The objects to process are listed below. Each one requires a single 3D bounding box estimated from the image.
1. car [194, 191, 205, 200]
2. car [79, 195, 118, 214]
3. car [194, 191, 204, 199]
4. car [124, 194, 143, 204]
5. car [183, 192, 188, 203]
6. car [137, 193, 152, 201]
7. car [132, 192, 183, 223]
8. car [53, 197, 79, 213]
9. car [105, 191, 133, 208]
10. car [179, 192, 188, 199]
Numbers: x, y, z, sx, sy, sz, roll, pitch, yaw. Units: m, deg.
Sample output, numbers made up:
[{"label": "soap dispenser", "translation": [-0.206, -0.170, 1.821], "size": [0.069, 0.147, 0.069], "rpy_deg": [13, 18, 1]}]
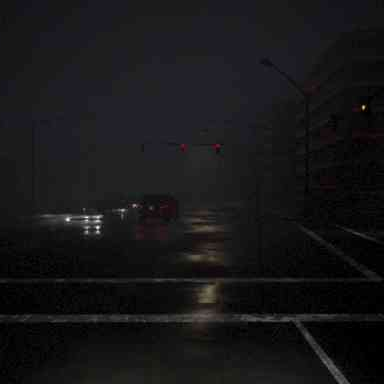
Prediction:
[{"label": "car", "translation": [1.574, 0.855, 65.405], "size": [2.128, 1.511, 4.902], "rpy_deg": [0, 1, 1]}, {"label": "car", "translation": [-9.519, 1.369, 34.257], "size": [2.128, 1.511, 4.902], "rpy_deg": [0, 1, 1]}, {"label": "car", "translation": [1.604, 0.556, 75.795], "size": [2.097, 1.767, 4.553], "rpy_deg": [0, 1, 1]}, {"label": "car", "translation": [-9.280, 1.132, 52.943], "size": [2.033, 1.411, 5.357], "rpy_deg": [0, 1, 1]}, {"label": "car", "translation": [-2.055, 1.069, 55.249], "size": [1.812, 1.442, 4.674], "rpy_deg": [0, 1, 1]}, {"label": "car", "translation": [-9.093, 0.947, 63.478], "size": [2.033, 1.411, 5.357], "rpy_deg": [0, 1, 1]}, {"label": "car", "translation": [-2.408, 1.172, 25.220], "size": [2.150, 2.045, 5.566], "rpy_deg": [1, 0, 8]}, {"label": "car", "translation": [-13.007, 1.346, 35.324], "size": [1.882, 1.535, 5.008], "rpy_deg": [0, 1, 1]}, {"label": "car", "translation": [-9.402, 1.106, 43.299], "size": [2.097, 1.767, 4.553], "rpy_deg": [0, 1, 1]}, {"label": "car", "translation": [-1.893, 0.737, 76.103], "size": [2.033, 1.411, 5.357], "rpy_deg": [0, 1, 1]}]
